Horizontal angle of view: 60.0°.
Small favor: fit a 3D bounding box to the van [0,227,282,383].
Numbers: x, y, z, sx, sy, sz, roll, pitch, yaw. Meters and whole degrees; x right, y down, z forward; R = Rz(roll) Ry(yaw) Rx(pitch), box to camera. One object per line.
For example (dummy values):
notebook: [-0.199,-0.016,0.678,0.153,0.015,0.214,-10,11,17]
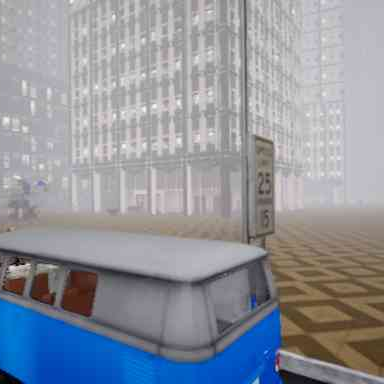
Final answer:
van: [-1.035,1.361,3.743,3.998,1.788,1.690,-1,-1,35]
